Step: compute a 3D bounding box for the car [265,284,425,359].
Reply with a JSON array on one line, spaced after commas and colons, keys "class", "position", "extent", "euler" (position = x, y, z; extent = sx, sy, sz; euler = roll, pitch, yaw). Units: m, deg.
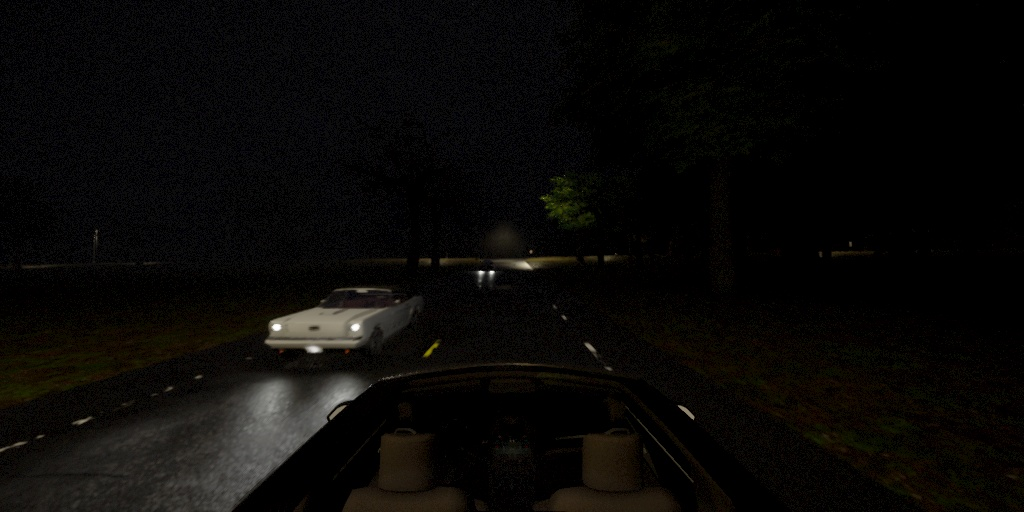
[{"class": "car", "position": [-3.599, 1.404, 8.730], "extent": [1.895, 1.301, 4.718], "euler": [0, 0, 0]}]

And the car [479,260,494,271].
[{"class": "car", "position": [-3.561, 1.321, 51.315], "extent": [1.812, 1.442, 4.674], "euler": [0, 1, 0]}]
